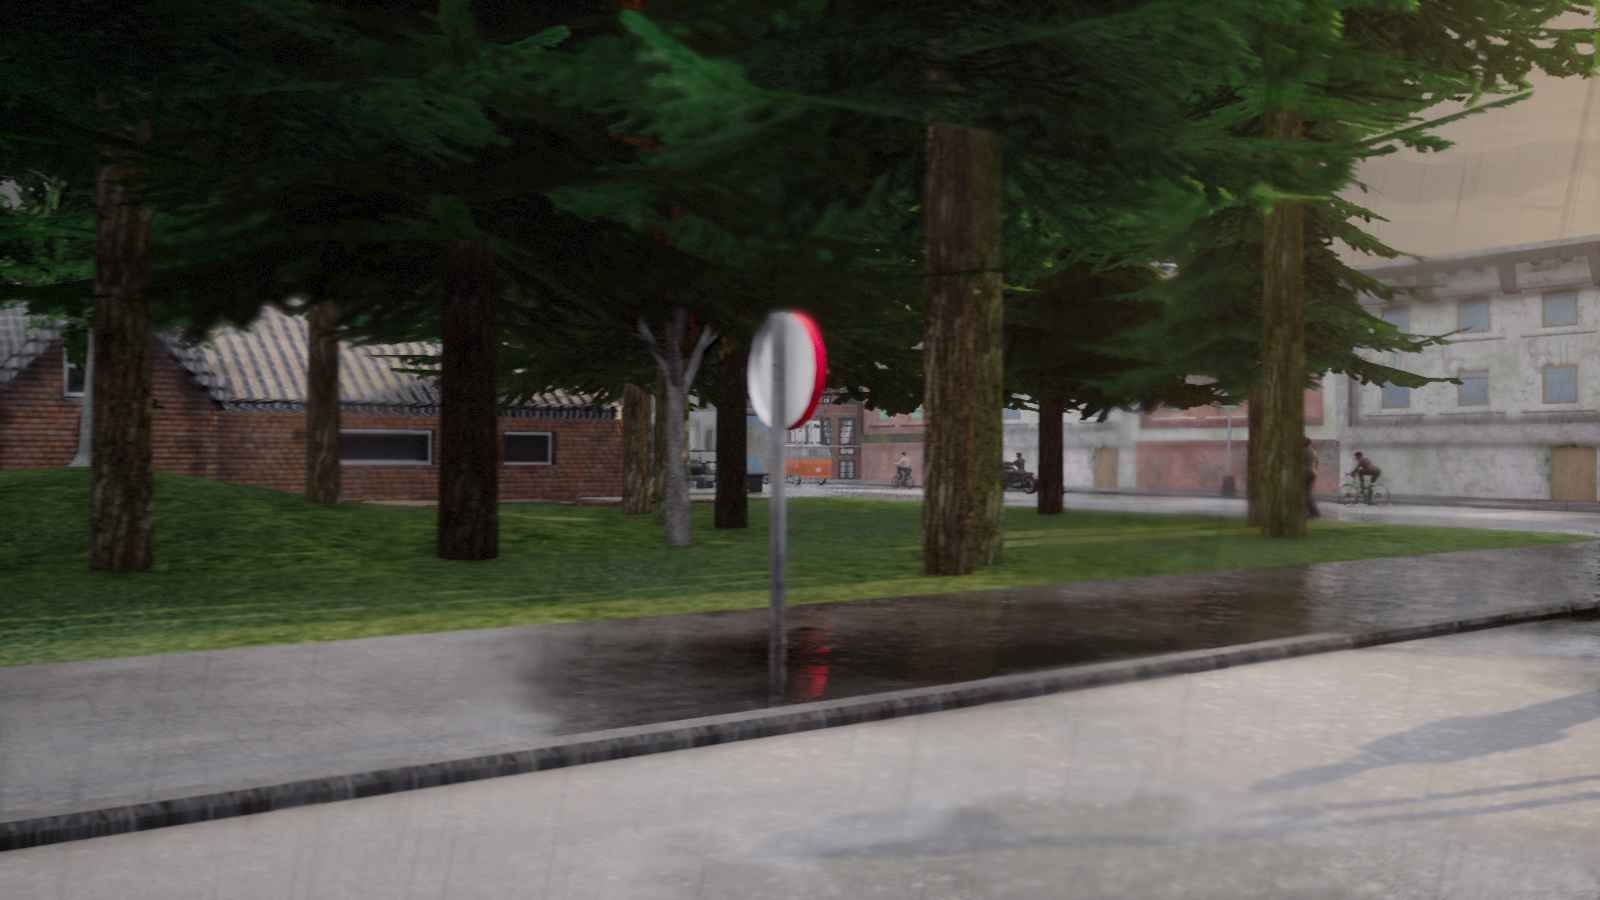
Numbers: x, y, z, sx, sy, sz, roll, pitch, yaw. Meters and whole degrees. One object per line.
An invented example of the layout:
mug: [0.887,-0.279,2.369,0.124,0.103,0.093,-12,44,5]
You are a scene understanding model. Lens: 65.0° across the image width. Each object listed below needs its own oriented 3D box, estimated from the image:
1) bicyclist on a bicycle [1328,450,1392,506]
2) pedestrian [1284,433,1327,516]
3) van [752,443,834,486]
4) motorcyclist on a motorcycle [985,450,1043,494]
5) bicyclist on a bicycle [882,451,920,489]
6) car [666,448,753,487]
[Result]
bicyclist on a bicycle: [16.328,0.803,36.648,0.582,1.620,1.656,0,-1,-34]
pedestrian: [11.216,0.536,27.888,0.328,1.805,0.869,0,0,-28]
van: [-0.366,0.698,60.949,1.775,1.987,4.442,0,0,-35]
motorcyclist on a motorcycle: [8.237,0.846,48.432,0.766,1.649,2.350,0,0,-35]
bicyclist on a bicycle: [4.349,0.855,54.092,0.866,1.612,1.509,0,0,-35]
car: [-4.358,0.803,59.694,2.097,1.767,4.553,0,0,-35]
